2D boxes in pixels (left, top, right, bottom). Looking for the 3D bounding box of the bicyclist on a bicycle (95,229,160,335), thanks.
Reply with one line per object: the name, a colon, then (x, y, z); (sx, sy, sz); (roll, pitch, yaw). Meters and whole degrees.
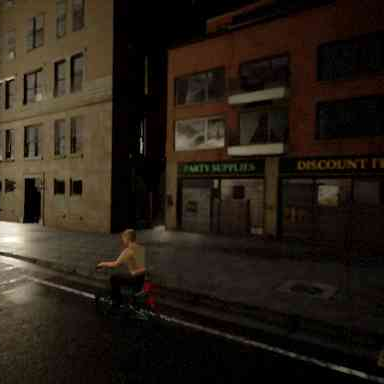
bicyclist on a bicycle: (-1.089, 1.413, 5.466); (1.509, 1.612, 0.866); (0, 0, 35)
